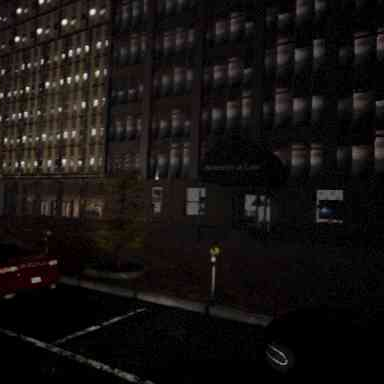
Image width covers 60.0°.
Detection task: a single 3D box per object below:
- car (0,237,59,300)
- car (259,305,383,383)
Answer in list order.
[{"bbox_3d":[-5.357,1.789,8.448,4.507,1.381,1.887,0,-3,30],"label":"car"},{"bbox_3d":[3.152,1.760,3.142,5.008,1.535,1.882,0,-3,30],"label":"car"}]
